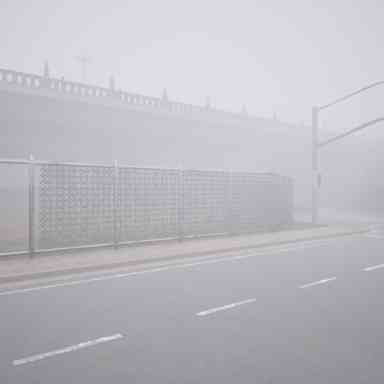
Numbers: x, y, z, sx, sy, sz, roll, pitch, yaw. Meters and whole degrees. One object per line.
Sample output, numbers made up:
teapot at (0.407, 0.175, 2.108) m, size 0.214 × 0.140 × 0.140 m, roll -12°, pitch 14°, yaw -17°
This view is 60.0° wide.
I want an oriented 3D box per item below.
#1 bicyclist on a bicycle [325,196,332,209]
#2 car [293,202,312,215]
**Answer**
bicyclist on a bicycle at (17.735, 1.356, 43.290) m, size 1.656 × 1.620 × 0.582 m, roll 0°, pitch 0°, yaw -36°
car at (10.442, 1.656, 34.610) m, size 1.895 × 1.301 × 4.718 m, roll 0°, pitch 0°, yaw -36°
